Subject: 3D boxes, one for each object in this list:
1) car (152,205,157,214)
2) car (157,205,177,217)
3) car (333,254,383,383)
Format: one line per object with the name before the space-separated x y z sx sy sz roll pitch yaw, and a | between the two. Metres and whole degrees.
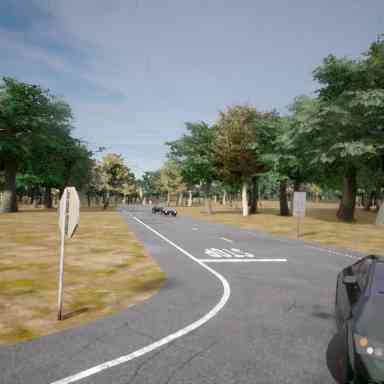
car | -5.720 2.961 56.893 1.882 1.535 5.008 3 -2 -14
car | -3.465 2.850 48.046 1.895 1.301 4.718 3 -2 -13
car | 3.120 1.643 4.642 1.994 1.385 4.181 1 -1 22
